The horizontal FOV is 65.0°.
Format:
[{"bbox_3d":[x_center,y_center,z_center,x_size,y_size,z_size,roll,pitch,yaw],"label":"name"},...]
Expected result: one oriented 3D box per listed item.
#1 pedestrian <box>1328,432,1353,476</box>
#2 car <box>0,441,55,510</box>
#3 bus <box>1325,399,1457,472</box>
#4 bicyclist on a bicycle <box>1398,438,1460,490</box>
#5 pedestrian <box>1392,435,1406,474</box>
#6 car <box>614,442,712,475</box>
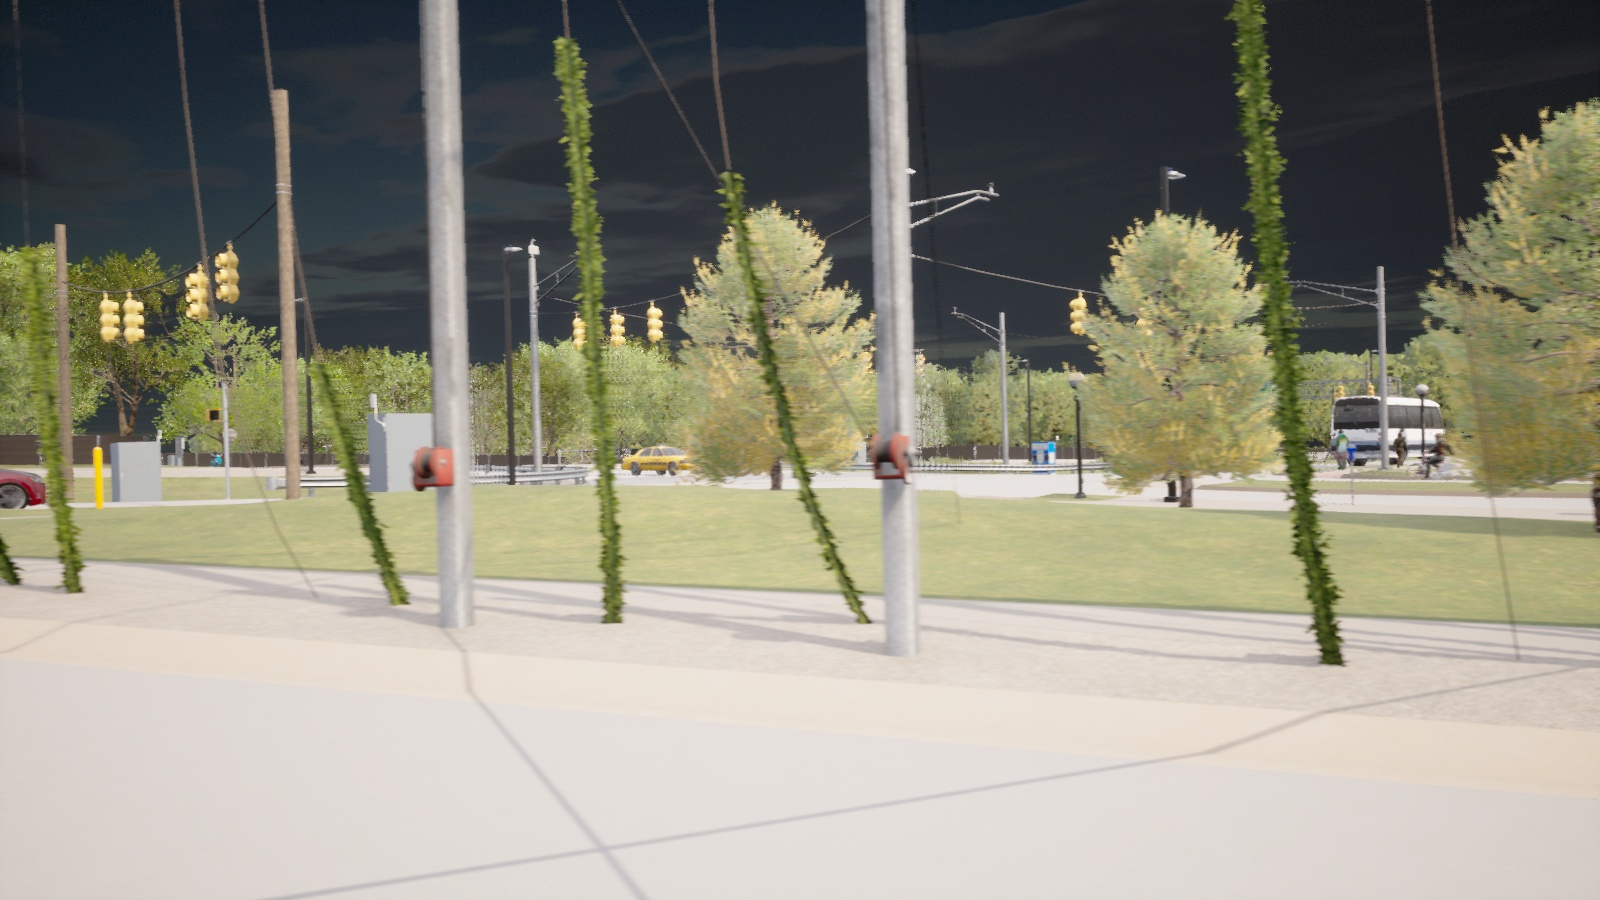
[{"bbox_3d":[24.687,0.178,57.378,0.659,1.952,0.873,-1,0,-8],"label":"pedestrian"},{"bbox_3d":[-17.512,0.511,25.056,4.181,1.385,1.994,1,-1,-45],"label":"car"},{"bbox_3d":[36.786,-0.853,77.981,10.273,4.253,3.944,0,0,-44],"label":"bus"},{"bbox_3d":[22.106,0.477,44.135,0.659,1.776,1.843,0,0,-44],"label":"bicyclist on a bicycle"},{"bbox_3d":[30.055,0.219,63.022,0.692,1.930,0.395,-2,1,-45],"label":"pedestrian"},{"bbox_3d":[-6.778,0.408,61.719,5.366,1.575,1.801,-1,0,45],"label":"car"}]
